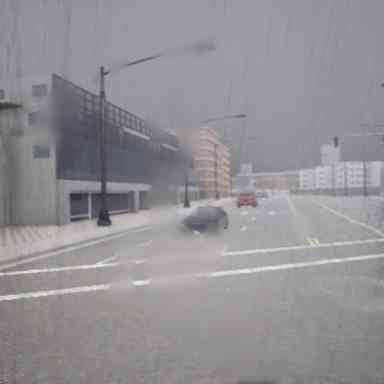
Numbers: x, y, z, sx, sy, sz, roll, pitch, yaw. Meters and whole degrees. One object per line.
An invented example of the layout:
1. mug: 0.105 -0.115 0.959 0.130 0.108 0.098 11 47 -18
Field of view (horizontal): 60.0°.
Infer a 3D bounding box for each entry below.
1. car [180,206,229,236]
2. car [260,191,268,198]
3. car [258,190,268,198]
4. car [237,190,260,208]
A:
1. car: 0.883 1.523 18.476 2.033 1.411 5.357 -1 0 15
2. car: 14.848 0.640 71.167 2.128 1.511 4.902 -1 0 15
3. car: 16.735 0.546 78.290 2.097 1.767 4.553 -1 -1 15
4. car: 6.833 0.866 40.931 2.150 2.045 5.566 -1 1 15
